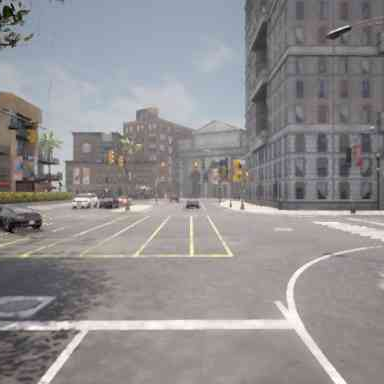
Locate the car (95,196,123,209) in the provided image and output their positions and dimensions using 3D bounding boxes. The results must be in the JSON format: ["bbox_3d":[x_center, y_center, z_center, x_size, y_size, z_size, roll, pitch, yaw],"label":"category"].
[{"bbox_3d":[-11.525,1.521,46.478,1.882,1.535,5.008,0,0,1],"label":"car"}]

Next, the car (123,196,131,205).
[{"bbox_3d":[-11.531,1.404,55.614,2.097,1.767,4.553,0,0,0],"label":"car"}]

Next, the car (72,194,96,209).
[{"bbox_3d":[-15.015,1.266,47.003,2.150,2.045,5.566,0,0,0],"label":"car"}]

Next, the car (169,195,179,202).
[{"bbox_3d":[-3.906,1.383,72.554,1.837,1.490,4.892,0,0,-8],"label":"car"}]

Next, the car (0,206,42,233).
[{"bbox_3d":[-10.845,1.544,19.902,4.674,1.442,1.812,0,-1,35],"label":"car"}]

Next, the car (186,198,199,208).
[{"bbox_3d":[0.100,1.593,48.229,2.033,1.411,5.357,0,0,0],"label":"car"}]
